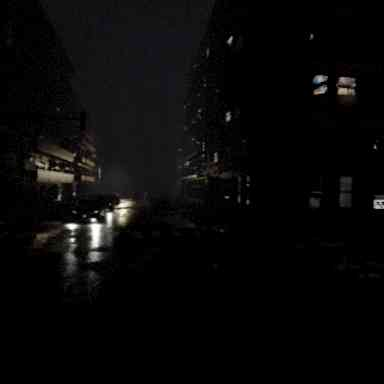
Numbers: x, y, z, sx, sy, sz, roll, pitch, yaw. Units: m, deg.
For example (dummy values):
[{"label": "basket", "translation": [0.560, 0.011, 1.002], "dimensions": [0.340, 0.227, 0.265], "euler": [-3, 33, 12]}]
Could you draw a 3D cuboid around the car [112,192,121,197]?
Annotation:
[{"label": "car", "translation": [-20.279, 0.658, 89.260], "dimensions": [2.008, 1.369, 4.403], "euler": [0, 0, -9]}]

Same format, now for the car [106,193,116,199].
[{"label": "car", "translation": [-17.688, 0.825, 72.881], "dimensions": [1.802, 1.307, 4.206], "euler": [0, 0, -9]}]

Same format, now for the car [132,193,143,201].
[{"label": "car", "translation": [-10.466, 0.945, 63.705], "dimensions": [1.812, 1.442, 4.674], "euler": [1, 0, -9]}]

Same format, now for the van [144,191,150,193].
[{"label": "van", "translation": [-7.681, 0.811, 63.265], "dimensions": [1.690, 1.788, 3.998], "euler": [0, 0, -9]}]

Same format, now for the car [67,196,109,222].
[{"label": "car", "translation": [-7.269, 1.243, 23.694], "dimensions": [1.812, 1.442, 4.674], "euler": [1, 0, -9]}]

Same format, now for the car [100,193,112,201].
[{"label": "car", "translation": [-15.933, 0.862, 61.793], "dimensions": [1.752, 1.417, 4.829], "euler": [0, 0, -9]}]

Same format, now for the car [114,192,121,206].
[{"label": "car", "translation": [-10.520, 1.081, 44.379], "dimensions": [2.033, 1.411, 5.357], "euler": [1, 0, -8]}]

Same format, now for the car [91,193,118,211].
[{"label": "car", "translation": [-8.864, 1.152, 33.883], "dimensions": [1.812, 1.442, 4.674], "euler": [1, 0, -9]}]

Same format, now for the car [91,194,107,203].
[{"label": "car", "translation": [-14.233, 1.011, 51.042], "dimensions": [1.802, 1.307, 4.206], "euler": [0, 0, -9]}]

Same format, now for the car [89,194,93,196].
[{"label": "car", "translation": [-11.640, 1.139, 34.662], "dimensions": [1.947, 1.339, 4.313], "euler": [0, 0, -9]}]

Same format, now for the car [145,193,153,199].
[{"label": "car", "translation": [-10.275, 0.877, 79.646], "dimensions": [1.887, 1.381, 4.507], "euler": [0, 0, -9]}]

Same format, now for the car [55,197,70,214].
[{"label": "car", "translation": [-10.776, 1.173, 29.203], "dimensions": [2.008, 1.369, 4.403], "euler": [0, 0, -9]}]

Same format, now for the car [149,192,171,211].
[{"label": "car", "translation": [-3.363, 1.149, 35.967], "dimensions": [1.967, 1.590, 4.097], "euler": [0, 0, -9]}]

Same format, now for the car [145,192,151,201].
[{"label": "car", "translation": [-5.955, 1.115, 52.347], "dimensions": [2.008, 1.369, 4.403], "euler": [0, 0, -9]}]
